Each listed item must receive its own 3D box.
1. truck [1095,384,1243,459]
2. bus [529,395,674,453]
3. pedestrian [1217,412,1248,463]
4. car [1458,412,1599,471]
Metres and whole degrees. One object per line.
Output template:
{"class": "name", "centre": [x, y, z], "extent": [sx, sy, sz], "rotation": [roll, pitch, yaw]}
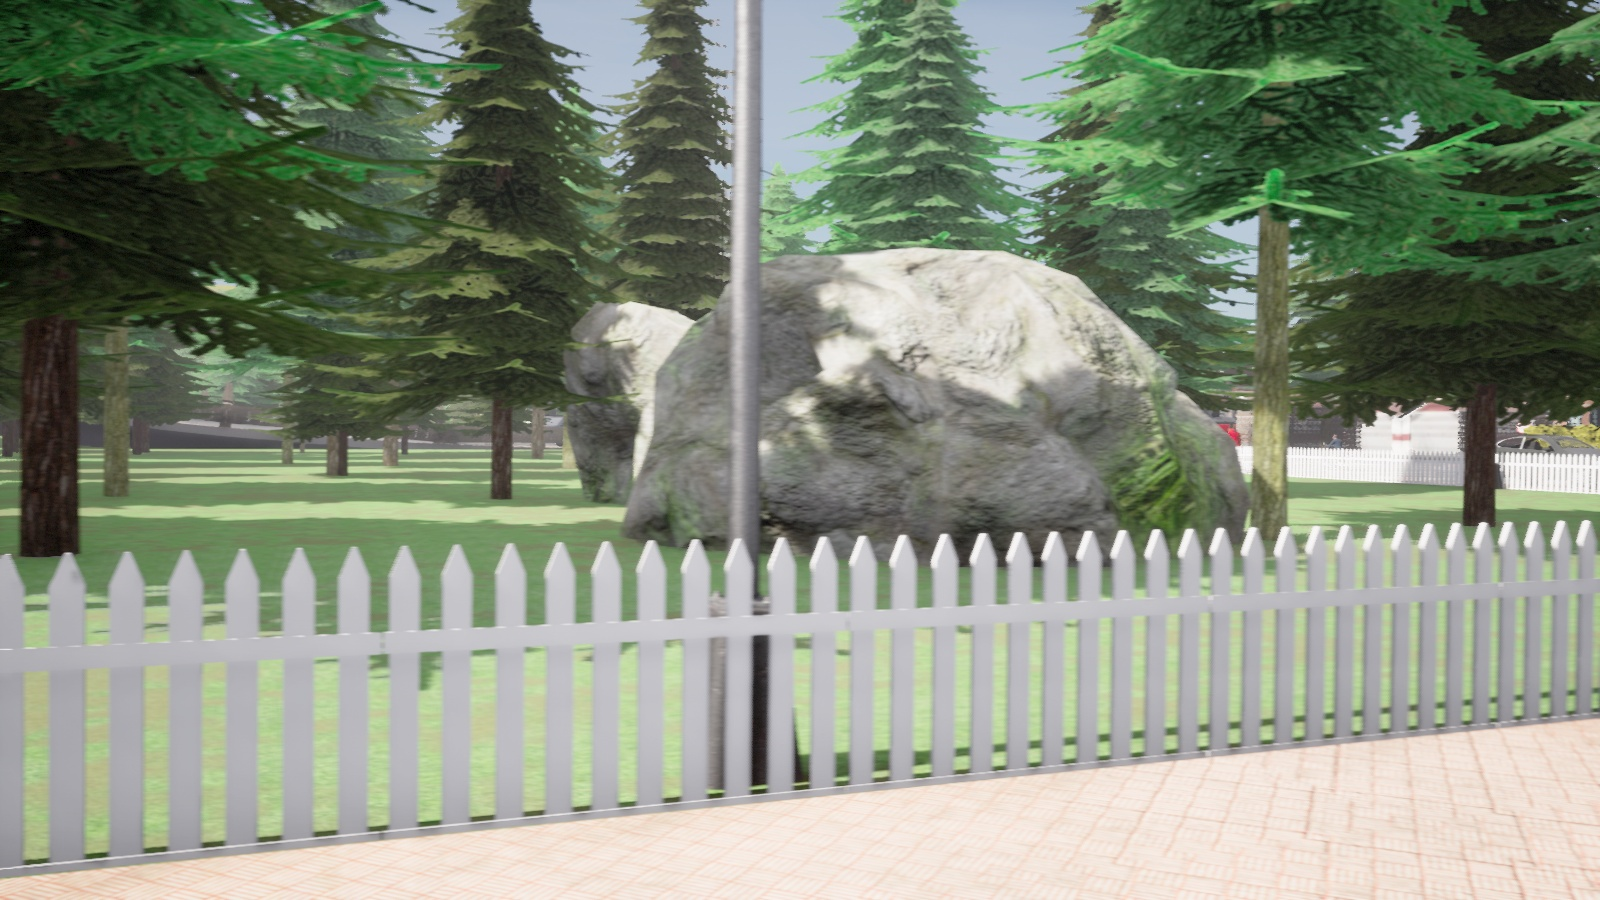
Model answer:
{"class": "truck", "centre": [18.056, -1.390, 62.111], "extent": [2.891, 3.462, 7.936], "rotation": [-1, 1, -19]}
{"class": "bus", "centre": [-15.087, -1.976, 95.501], "extent": [10.273, 4.253, 3.944], "rotation": [-1, 1, -21]}
{"class": "pedestrian", "centre": [15.806, -0.461, 45.867], "extent": [0.634, 1.844, 0.899], "rotation": [-1, 1, -19]}
{"class": "car", "centre": [22.829, -0.289, 38.006], "extent": [2.152, 1.651, 5.027], "rotation": [-1, 1, -19]}
